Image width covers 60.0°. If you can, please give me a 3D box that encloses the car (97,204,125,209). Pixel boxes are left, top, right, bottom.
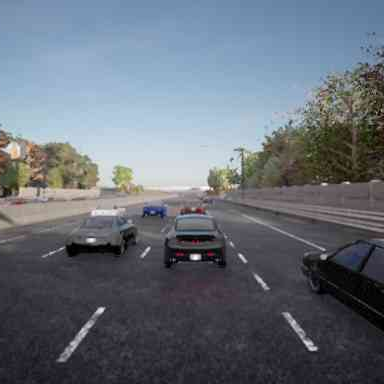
[{"bbox_3d":[-6.905,1.690,28.065,1.895,1.301,4.718,0,0,0],"label":"car"}]

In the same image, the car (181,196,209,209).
[{"bbox_3d":[0.090,1.446,29.243,2.097,1.767,4.553,0,0,0],"label":"car"}]

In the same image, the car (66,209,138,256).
[{"bbox_3d":[-3.405,1.604,13.246,1.994,1.385,4.181,0,0,0],"label":"car"}]

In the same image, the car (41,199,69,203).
[{"bbox_3d":[-17.589,1.650,43.810,1.837,1.490,4.892,0,-1,0],"label":"car"}]

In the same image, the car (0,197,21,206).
[{"bbox_3d":[-24.581,1.500,45.168,2.097,1.767,4.553,0,0,0],"label":"car"}]

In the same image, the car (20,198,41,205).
[{"bbox_3d":[-21.083,1.714,45.389,1.994,1.385,4.181,0,0,0],"label":"car"}]

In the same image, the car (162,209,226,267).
[{"bbox_3d":[0.097,1.540,11.533,1.837,1.490,4.892,0,0,0],"label":"car"}]

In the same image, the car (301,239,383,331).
[{"bbox_3d":[3.645,1.539,5.789,2.033,1.411,5.357,0,0,-1],"label":"car"}]

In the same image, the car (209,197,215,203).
[{"bbox_3d":[3.482,1.787,74.481,1.812,1.442,4.674,0,0,0],"label":"car"}]

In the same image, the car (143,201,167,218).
[{"bbox_3d":[-3.405,1.577,31.109,1.882,1.535,5.008,0,0,0],"label":"car"}]
